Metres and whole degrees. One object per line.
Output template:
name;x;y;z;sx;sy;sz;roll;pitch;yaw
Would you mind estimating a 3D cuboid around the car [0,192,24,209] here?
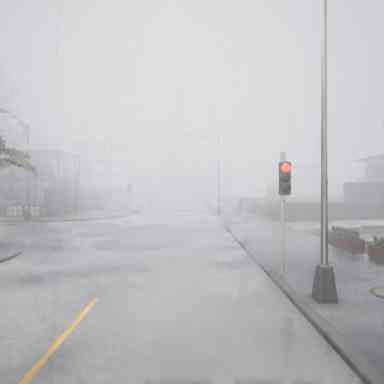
car;-19.717;0.985;34.906;1.905;1.878;3.866;0;0;35
